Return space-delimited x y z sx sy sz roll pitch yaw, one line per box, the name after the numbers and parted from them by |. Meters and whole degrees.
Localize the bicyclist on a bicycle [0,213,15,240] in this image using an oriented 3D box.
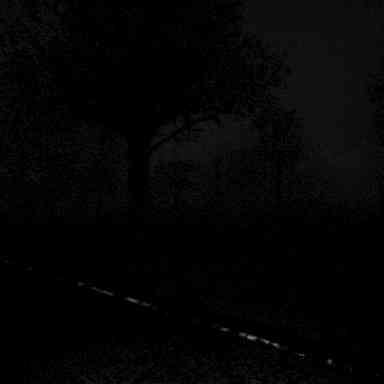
-9.860 1.676 16.867 0.582 1.620 1.656 -1 0 41 | bicyclist on a bicycle
